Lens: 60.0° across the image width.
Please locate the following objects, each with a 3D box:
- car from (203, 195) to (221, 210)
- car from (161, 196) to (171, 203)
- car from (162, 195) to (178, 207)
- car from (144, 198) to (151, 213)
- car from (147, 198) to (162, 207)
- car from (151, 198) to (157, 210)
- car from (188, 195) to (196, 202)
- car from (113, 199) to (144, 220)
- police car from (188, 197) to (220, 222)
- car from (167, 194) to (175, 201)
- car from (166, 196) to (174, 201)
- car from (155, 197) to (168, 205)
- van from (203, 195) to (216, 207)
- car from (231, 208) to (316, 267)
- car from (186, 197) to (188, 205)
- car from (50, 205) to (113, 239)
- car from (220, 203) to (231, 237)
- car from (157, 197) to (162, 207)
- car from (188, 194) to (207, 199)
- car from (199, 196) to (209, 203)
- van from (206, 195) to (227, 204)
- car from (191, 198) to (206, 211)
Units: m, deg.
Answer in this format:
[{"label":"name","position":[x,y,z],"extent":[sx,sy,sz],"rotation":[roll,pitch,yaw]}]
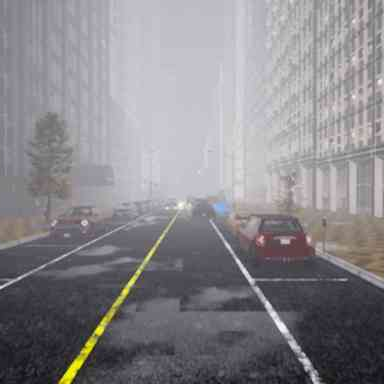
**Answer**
[{"label":"car","position":[2.666,1.341,45.576],"extent":[2.192,1.841,5.009],"rotation":[-1,0,0]},{"label":"car","position":[-5.722,1.592,73.991],"extent":[2.008,1.369,4.403],"rotation":[-1,0,0]},{"label":"car","position":[-3.095,1.576,51.025],"extent":[2.033,1.411,5.357],"rotation":[0,0,0]},{"label":"car","position":[-5.708,1.585,34.206],"extent":[1.947,1.339,4.313],"rotation":[-1,0,0]},{"label":"car","position":[-5.714,1.611,51.257],"extent":[1.802,1.307,4.206],"rotation":[-1,0,0]},{"label":"car","position":[-5.710,1.567,39.889],"extent":[1.887,1.381,4.507],"rotation":[-1,0,0]},{"label":"car","position":[-0.025,1.477,76.744],"extent":[1.837,1.490,4.892],"rotation":[0,0,0]},{"label":"car","position":[-5.707,1.567,28.522],"extent":[2.008,1.369,4.403],"rotation":[-1,0,0]},{"label":"police car","position":[0.891,1.440,26.664],"extent":[1.930,1.638,5.238],"rotation":[0,0,0]},{"label":"car","position":[-5.728,1.489,91.042],"extent":[1.967,1.590,4.097],"rotation":[-1,0,0]},{"label":"car","position":[-5.725,1.628,85.358],"extent":[1.802,1.307,4.206],"rotation":[-1,0,0]},{"label":"car","position":[-5.718,1.586,62.624],"extent":[2.008,1.369,4.403],"rotation":[-1,0,0]},{"label":"van","position":[2.664,1.370,51.259],"extent":[1.690,1.788,3.998],"rotation":[-1,0,0]},{"label":"car","position":[2.678,1.447,11.474],"extent":[1.967,1.590,4.097],"rotation":[-1,0,0]},{"label":"car","position":[-0.020,1.387,61.714],"extent":[2.097,1.767,4.553],"rotation":[0,0,0]},{"label":"car","position":[-5.704,1.450,17.155],"extent":[1.967,1.590,4.097],"rotation":[-1,0,0]},{"label":"car","position":[2.677,1.535,17.327],"extent":[1.752,1.417,4.829],"rotation":[-1,0,0]},{"label":"car","position":[-5.713,1.576,45.573],"extent":[2.008,1.369,4.403],"rotation":[-1,0,0]},{"label":"car","position":[0.887,1.371,36.524],"extent":[2.097,1.767,4.553],"rotation":[0,0,0]},{"label":"car","position":[2.659,1.592,73.994],"extent":[2.008,1.369,4.403],"rotation":[-1,0,0]},{"label":"van","position":[2.670,1.360,34.208],"extent":[1.690,1.788,3.998],"rotation":[-1,0,0]},{"label":"car","position":[0.811,1.550,42.567],"extent":[1.812,1.442,4.674],"rotation":[0,0,1]}]
